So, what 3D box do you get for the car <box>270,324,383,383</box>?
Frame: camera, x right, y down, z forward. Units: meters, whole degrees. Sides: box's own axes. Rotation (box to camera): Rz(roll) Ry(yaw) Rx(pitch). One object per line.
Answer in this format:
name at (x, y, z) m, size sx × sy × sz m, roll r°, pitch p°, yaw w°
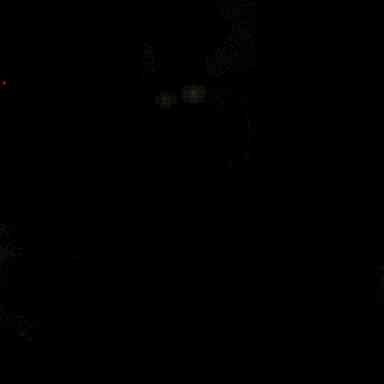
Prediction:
car at (2.600, 1.317, 0.952) m, size 5.009 × 1.841 × 2.192 m, roll 0°, pitch 0°, yaw 36°
